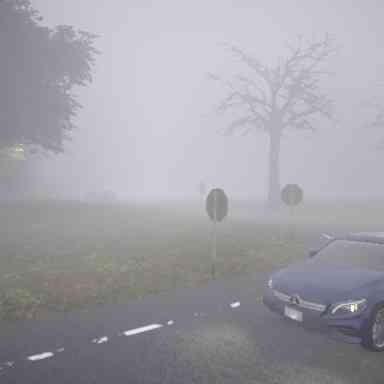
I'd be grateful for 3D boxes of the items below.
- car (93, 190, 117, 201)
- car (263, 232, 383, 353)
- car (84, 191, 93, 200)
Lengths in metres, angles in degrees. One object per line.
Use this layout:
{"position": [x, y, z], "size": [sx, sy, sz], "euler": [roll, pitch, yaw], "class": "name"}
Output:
{"position": [-14.074, 0.528, 54.776], "size": [2.097, 1.767, 4.553], "euler": [2, -1, -35], "class": "car"}
{"position": [3.397, 1.534, 6.278], "size": [4.674, 1.442, 1.812], "euler": [0, 0, -35], "class": "car"}
{"position": [-18.040, 0.641, 60.196], "size": [2.128, 1.511, 4.902], "euler": [2, -1, -36], "class": "car"}
